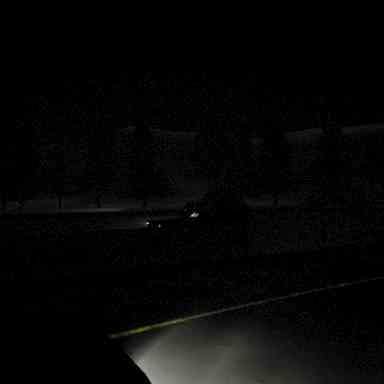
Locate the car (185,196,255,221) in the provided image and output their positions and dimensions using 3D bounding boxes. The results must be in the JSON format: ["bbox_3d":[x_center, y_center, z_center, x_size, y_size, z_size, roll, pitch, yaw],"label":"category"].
[{"bbox_3d":[1.551,1.298,20.503,4.553,1.767,2.097,0,0,-25],"label":"car"}]

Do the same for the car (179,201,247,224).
[{"bbox_3d":[1.569,1.461,24.377,4.674,1.442,1.812,0,0,-24],"label":"car"}]

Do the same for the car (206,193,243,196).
[{"bbox_3d":[2.037,1.147,28.427,5.566,2.045,2.150,0,0,-23],"label":"car"}]

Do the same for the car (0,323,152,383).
[{"bbox_3d":[-2.777,1.531,1.703,5.357,1.411,2.033,0,0,-35],"label":"car"}]

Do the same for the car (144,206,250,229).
[{"bbox_3d":[0.166,1.555,15.967,4.718,1.301,1.895,0,0,-28],"label":"car"}]
